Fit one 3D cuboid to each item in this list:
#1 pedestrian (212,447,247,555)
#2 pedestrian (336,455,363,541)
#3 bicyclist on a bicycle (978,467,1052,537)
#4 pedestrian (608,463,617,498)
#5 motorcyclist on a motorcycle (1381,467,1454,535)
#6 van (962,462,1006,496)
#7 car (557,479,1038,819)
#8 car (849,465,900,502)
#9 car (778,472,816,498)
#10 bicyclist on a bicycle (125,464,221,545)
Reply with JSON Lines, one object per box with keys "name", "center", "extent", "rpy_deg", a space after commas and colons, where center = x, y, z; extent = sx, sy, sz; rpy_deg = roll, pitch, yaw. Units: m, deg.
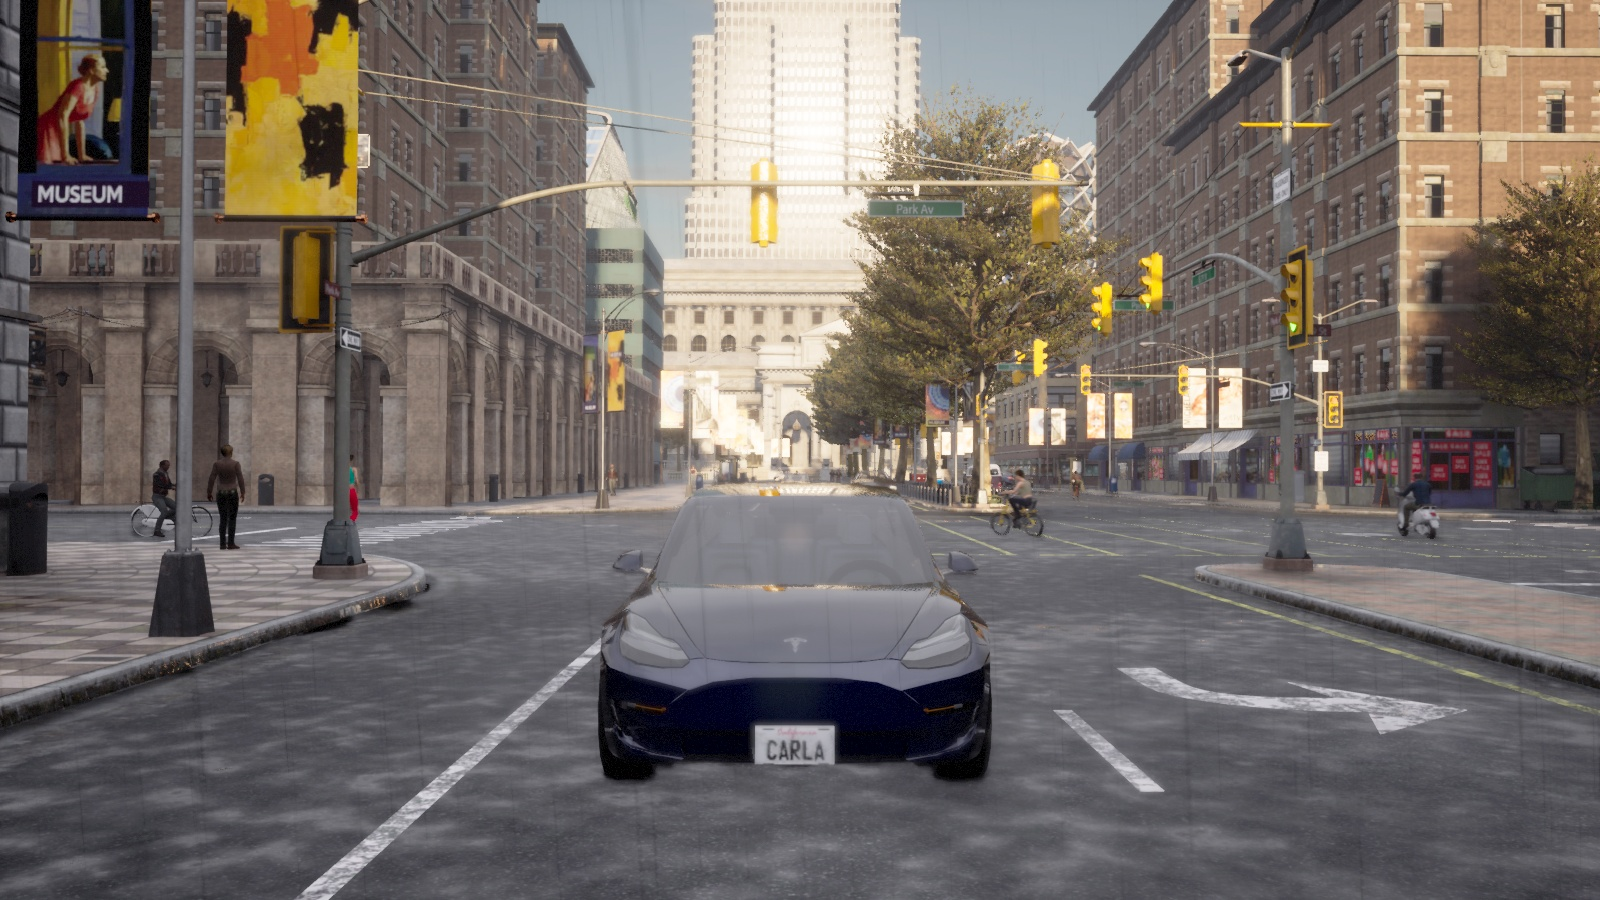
{"name": "pedestrian", "center": [-9.950, 0.878, 21.896], "extent": [0.331, 1.846, 0.634], "rpy_deg": [0, -1, -2]}
{"name": "pedestrian", "center": [-9.740, 1.026, 27.157], "extent": [0.345, 1.836, 0.594], "rpy_deg": [0, -1, 3]}
{"name": "bicyclist on a bicycle", "center": [5.181, 1.237, 30.270], "extent": [1.509, 1.612, 0.866], "rpy_deg": [-1, 0, 45]}
{"name": "pedestrian", "center": [-10.202, 1.656, 68.273], "extent": [0.376, 1.854, 0.720], "rpy_deg": [0, -1, 0]}
{"name": "motorcyclist on a motorcycle", "center": [14.926, 1.218, 30.411], "extent": [0.866, 1.590, 1.817], "rpy_deg": [0, -1, 0]}
{"name": "van", "center": [11.312, 1.792, 77.557], "extent": [2.069, 2.038, 4.480], "rpy_deg": [0, -1, 0]}
{"name": "car", "center": [-0.020, 0.950, 8.059], "extent": [2.163, 1.488, 4.792], "rpy_deg": [0, -1, 0]}
{"name": "car", "center": [3.435, 1.566, 58.898], "extent": [2.152, 1.651, 5.027], "rpy_deg": [0, -1, 1]}
{"name": "car", "center": [-0.180, 2.069, 74.852], "extent": [2.163, 1.488, 4.792], "rpy_deg": [0, -1, 0]}
{"name": "bicyclist on a bicycle", "center": [-14.120, 1.216, 28.301], "extent": [1.843, 1.776, 0.659], "rpy_deg": [0, -1, 0]}
